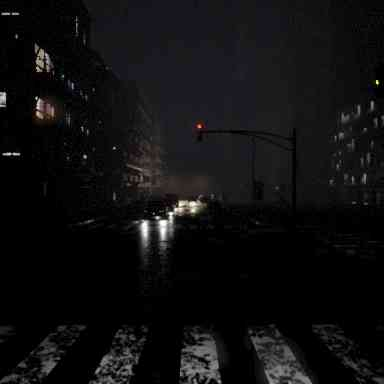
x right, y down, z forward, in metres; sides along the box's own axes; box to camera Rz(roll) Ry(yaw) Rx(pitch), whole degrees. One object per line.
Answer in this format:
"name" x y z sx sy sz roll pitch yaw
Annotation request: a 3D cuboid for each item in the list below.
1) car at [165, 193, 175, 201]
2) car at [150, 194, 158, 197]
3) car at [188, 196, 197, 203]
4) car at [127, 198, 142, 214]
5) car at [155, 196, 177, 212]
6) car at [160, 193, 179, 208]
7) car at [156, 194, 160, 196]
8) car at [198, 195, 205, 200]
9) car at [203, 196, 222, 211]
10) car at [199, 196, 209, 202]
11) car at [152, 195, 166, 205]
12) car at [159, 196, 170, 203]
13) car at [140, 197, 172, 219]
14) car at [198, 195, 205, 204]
"car" -5.686 1.321 86.152 2.192 1.841 5.009 -1 0 0
"car" -5.694 1.435 40.960 1.967 1.590 4.097 -1 0 0
"car" 0.118 1.549 69.735 2.033 1.411 5.357 0 0 0
"car" -5.693 1.540 35.312 1.887 1.381 4.507 -1 0 0
"car" -3.087 1.521 39.035 1.812 1.442 4.674 0 0 0
"car" -3.079 1.218 49.382 2.150 2.045 5.566 0 0 0
"car" -5.693 1.312 52.259 2.192 1.841 5.009 -1 0 0
"car" 2.666 1.534 92.027 1.752 1.417 4.829 -1 0 0
"car" 2.655 1.540 41.016 1.887 1.381 4.507 -1 0 0
"car" 2.663 1.547 74.910 1.887 1.381 4.507 -1 0 0
"car" -5.690 1.438 57.907 1.967 1.590 4.097 -1 0 0
"car" -5.686 1.583 69.206 1.802 1.307 4.206 -1 0 0
"car" -3.093 1.500 29.281 1.837 1.490 4.892 0 0 0
"car" 2.660 1.550 63.612 2.008 1.369 4.403 -1 0 0
